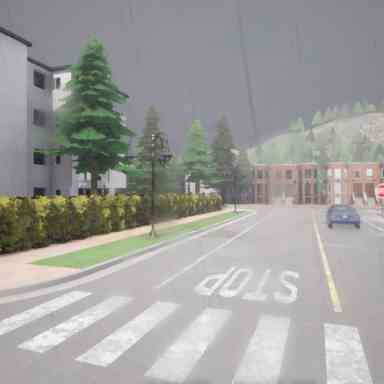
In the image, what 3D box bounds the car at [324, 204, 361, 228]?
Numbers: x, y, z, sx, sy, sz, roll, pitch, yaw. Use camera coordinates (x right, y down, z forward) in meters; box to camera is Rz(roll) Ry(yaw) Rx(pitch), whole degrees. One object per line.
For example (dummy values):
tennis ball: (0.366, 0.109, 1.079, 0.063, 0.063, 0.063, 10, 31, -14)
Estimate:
car: (9.937, 1.532, 22.117, 2.033, 1.411, 5.357, 0, 0, 20)
